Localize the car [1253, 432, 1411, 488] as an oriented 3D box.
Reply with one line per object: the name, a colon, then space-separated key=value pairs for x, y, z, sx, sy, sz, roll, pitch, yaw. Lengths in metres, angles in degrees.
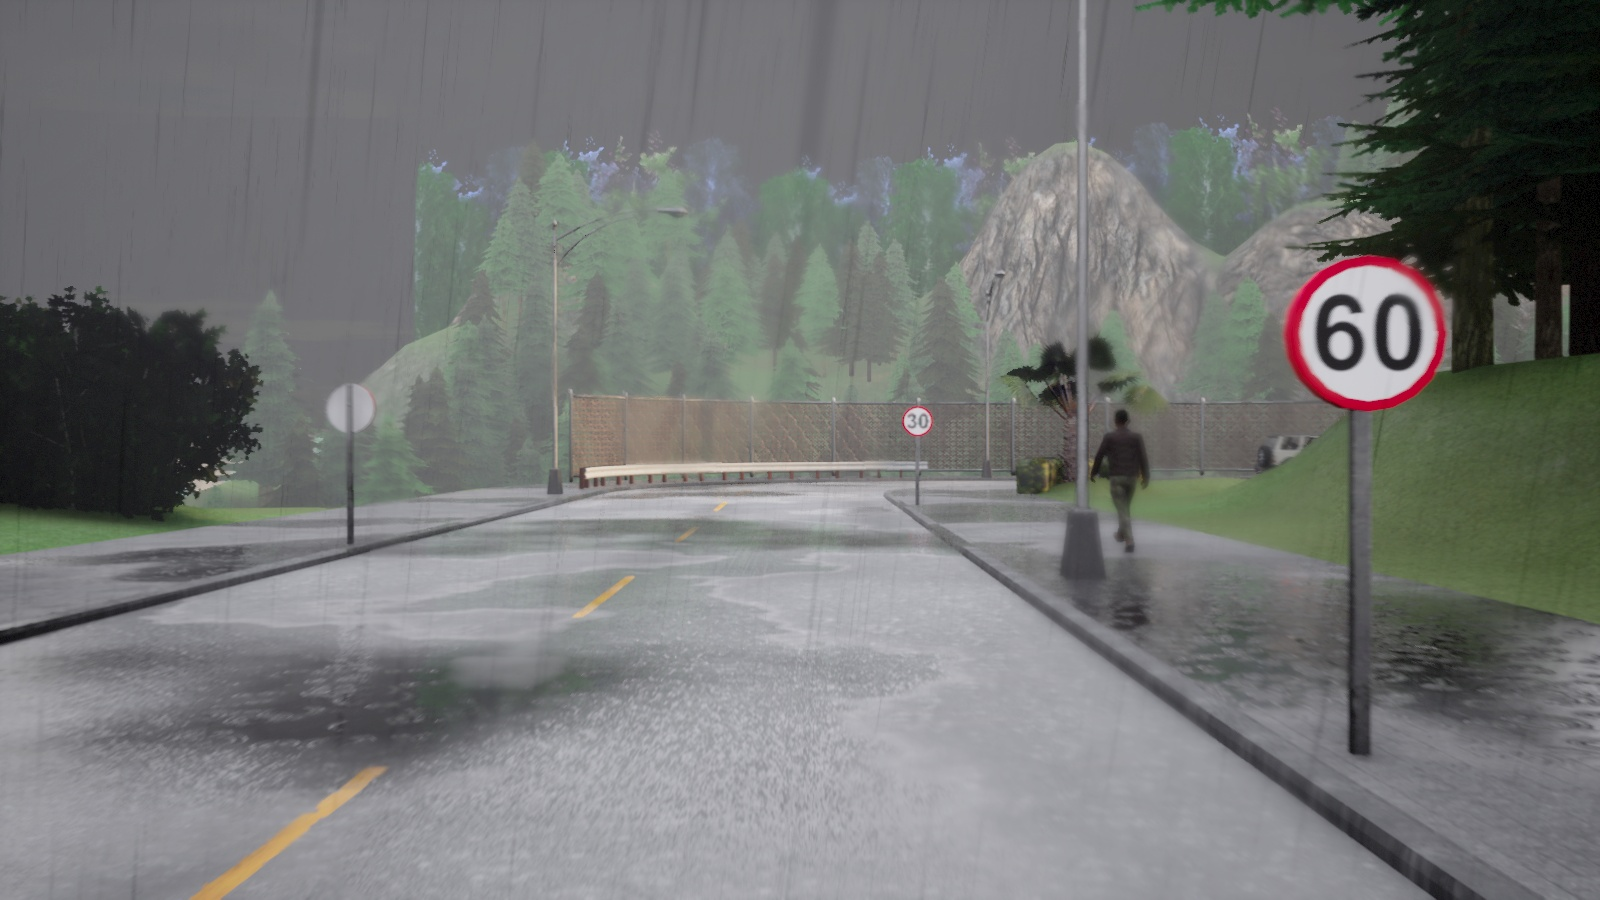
car: x=18.139 y=0.336 z=42.954 sx=4.605 sy=1.855 sz=1.932 roll=0 pitch=0 yaw=1

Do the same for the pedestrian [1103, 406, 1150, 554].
pedestrian: x=4.154 y=0.369 z=16.013 sx=0.431 sy=1.840 sz=0.703 roll=0 pitch=0 yaw=2
